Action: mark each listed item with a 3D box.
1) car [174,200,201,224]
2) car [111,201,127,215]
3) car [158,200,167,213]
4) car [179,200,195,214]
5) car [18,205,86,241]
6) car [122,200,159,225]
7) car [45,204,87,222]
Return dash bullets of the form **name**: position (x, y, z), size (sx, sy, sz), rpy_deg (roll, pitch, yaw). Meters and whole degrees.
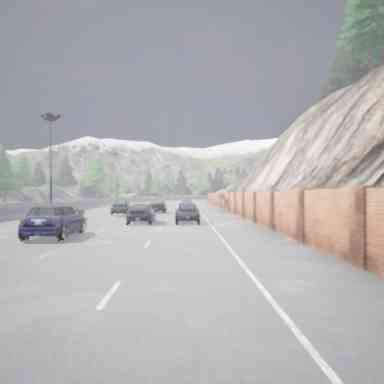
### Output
- **car**: position (-0.333, 1.619, 25.664), size (2.128, 1.511, 4.902), rpy_deg (0, 0, -1)
- **car**: position (-7.526, 1.712, 36.206), size (2.128, 1.511, 4.902), rpy_deg (0, 0, -1)
- **car**: position (-4.106, 1.698, 40.468), size (1.882, 1.535, 5.008), rpy_deg (0, 0, -1)
- **car**: position (-0.596, 1.723, 40.022), size (1.812, 1.442, 4.674), rpy_deg (0, 0, -1)
- **car**: position (-7.185, 1.479, 17.606), size (2.097, 1.767, 4.553), rpy_deg (0, 0, -1)
- **car**: position (-3.835, 1.653, 25.588), size (1.837, 1.490, 4.892), rpy_deg (0, 0, -1)
- **car**: position (-10.897, 1.807, 29.157), size (1.895, 1.301, 4.718), rpy_deg (0, 0, -1)
